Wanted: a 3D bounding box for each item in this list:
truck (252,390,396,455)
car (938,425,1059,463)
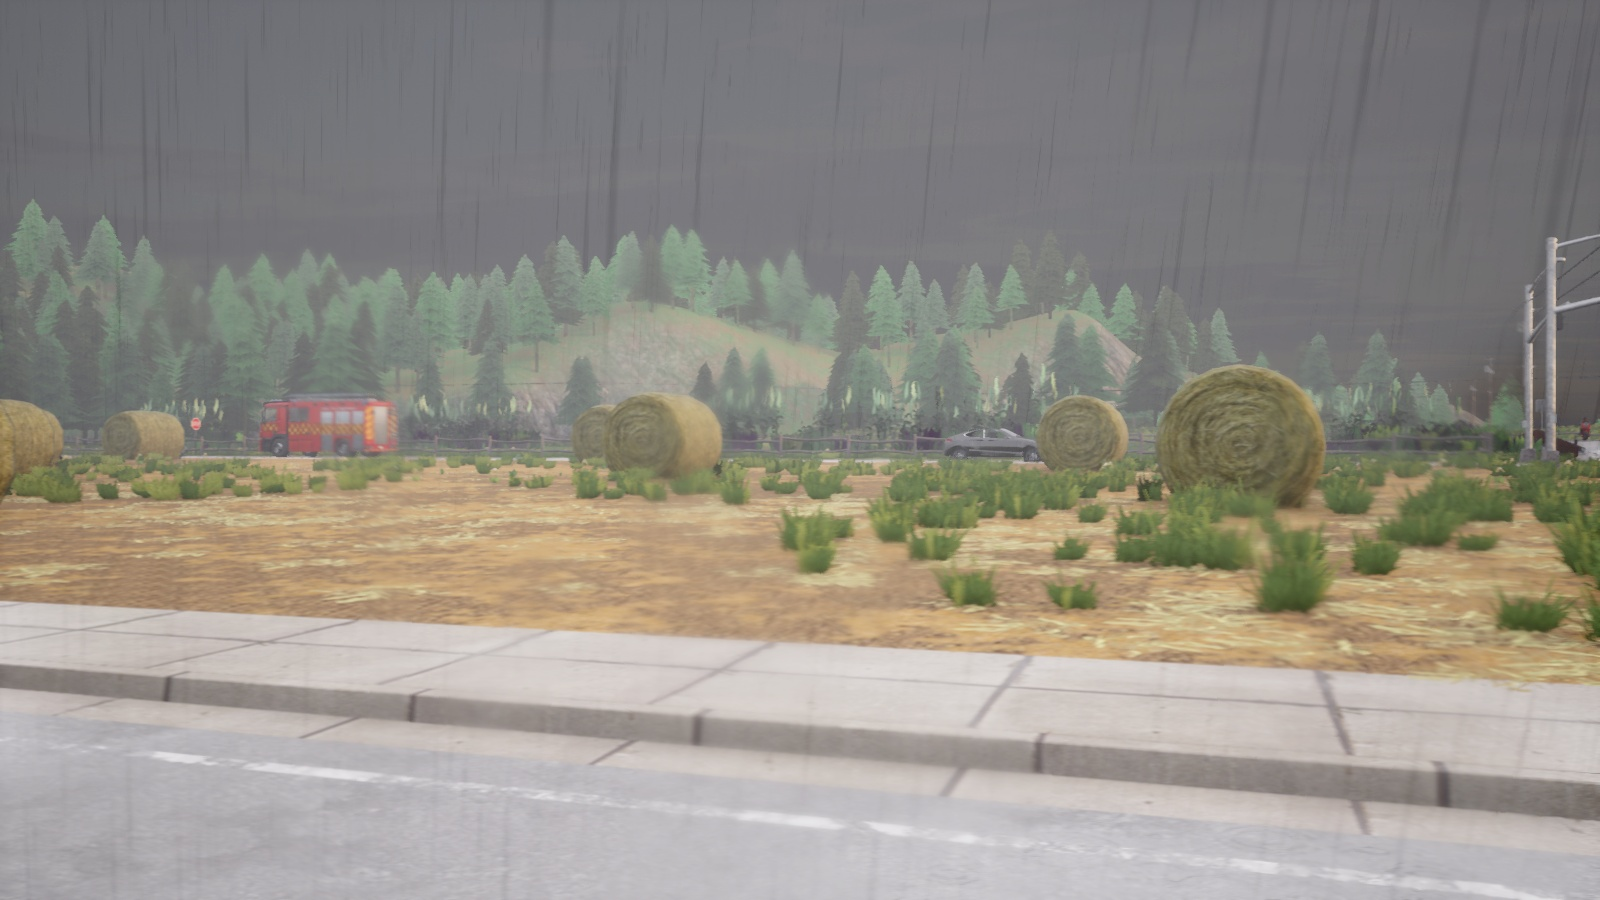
[{"bbox_3d":[-28.878,-1.659,76.208,8.468,3.827,2.891,1,1,22],"label":"truck"},{"bbox_3d":[8.991,-0.276,56.813,5.027,1.651,2.152,1,1,22],"label":"car"}]
